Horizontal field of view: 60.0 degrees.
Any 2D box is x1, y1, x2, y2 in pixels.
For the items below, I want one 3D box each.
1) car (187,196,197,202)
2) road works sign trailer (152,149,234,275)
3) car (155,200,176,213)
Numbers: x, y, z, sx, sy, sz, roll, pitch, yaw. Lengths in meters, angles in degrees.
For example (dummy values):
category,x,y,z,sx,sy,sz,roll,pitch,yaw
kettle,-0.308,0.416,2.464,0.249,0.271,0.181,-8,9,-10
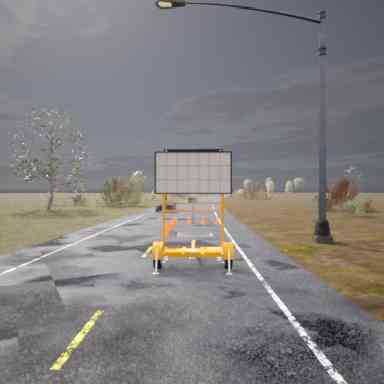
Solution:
category,x,y,z,sx,sy,sz,roll,pitch,yaw
car,-0.021,1.583,77.257,1.895,1.301,4.718,0,0,5
road works sign trailer,0.043,0.464,10.463,2.380,3.560,2.880,0,0,1
car,-2.825,1.596,36.446,1.895,1.301,4.718,0,0,2
